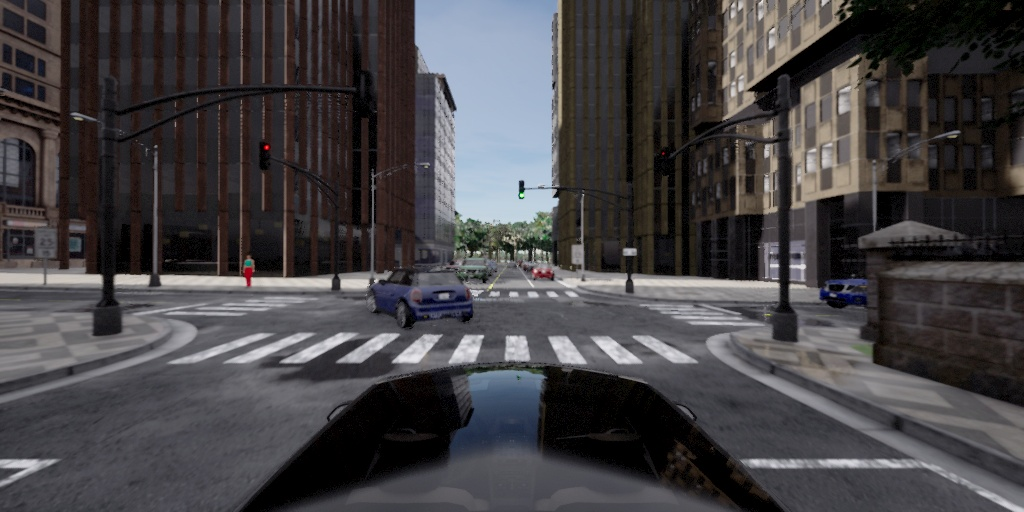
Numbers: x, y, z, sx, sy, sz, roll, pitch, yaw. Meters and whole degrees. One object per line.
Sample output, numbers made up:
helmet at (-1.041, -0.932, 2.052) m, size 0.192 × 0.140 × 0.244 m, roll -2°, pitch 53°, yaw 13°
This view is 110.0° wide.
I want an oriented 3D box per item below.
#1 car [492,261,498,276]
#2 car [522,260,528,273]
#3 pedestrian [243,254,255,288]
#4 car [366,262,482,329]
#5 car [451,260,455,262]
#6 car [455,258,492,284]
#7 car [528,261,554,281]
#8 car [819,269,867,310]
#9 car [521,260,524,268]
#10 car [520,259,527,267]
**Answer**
car at (-3.071, 1.575, 40.284) m, size 2.033 × 1.411 × 5.357 m, roll 0°, pitch 0°, yaw 1°
car at (2.768, 1.645, 49.314) m, size 2.007 × 1.370 × 4.403 m, roll 0°, pitch 0°, yaw 0°
pedestrian at (-13.765, 0.765, 18.745) m, size 0.375 × 1.860 × 0.375 m, roll 0°, pitch -1°, yaw 0°
car at (-3.160, 1.139, 11.775) m, size 2.097 × 1.767 × 4.553 m, roll 1°, pitch 0°, yaw -36°
car at (-5.759, 1.329, 38.441) m, size 2.192 × 1.841 × 5.009 m, roll 0°, pitch 0°, yaw 0°
car at (-3.099, 1.174, 29.918) m, size 2.150 × 2.045 × 5.566 m, roll 0°, pitch 0°, yaw 0°
car at (2.766, 1.414, 33.002) m, size 1.967 × 1.591 × 4.097 m, roll 0°, pitch 0°, yaw 0°
car at (16.869, 1.433, 15.758) m, size 5.566 × 2.045 × 2.150 m, roll 1°, pitch 0°, yaw 0°
car at (2.768, 1.680, 54.752) m, size 1.888 × 1.381 × 4.507 m, roll 0°, pitch 0°, yaw 0°
car at (2.769, 1.721, 60.189) m, size 1.888 × 1.381 × 4.507 m, roll 0°, pitch 0°, yaw 0°
